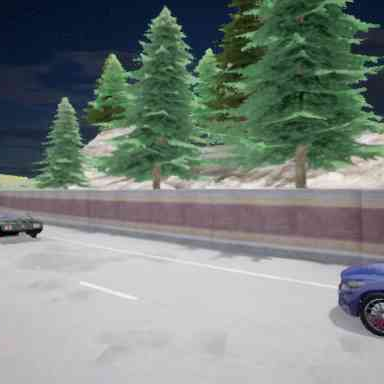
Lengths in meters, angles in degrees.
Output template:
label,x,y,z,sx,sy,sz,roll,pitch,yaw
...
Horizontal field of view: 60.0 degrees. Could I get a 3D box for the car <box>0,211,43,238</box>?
label,x,y,z,sx,sy,sz,roll,pitch,yaw
car,-9.243,1.588,16.458,4.718,1.301,1.895,0,0,43

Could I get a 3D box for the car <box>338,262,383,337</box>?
label,x,y,z,sx,sy,sz,roll,pitch,yaw
car,4.736,1.545,4.988,4.674,1.442,1.812,0,0,35
